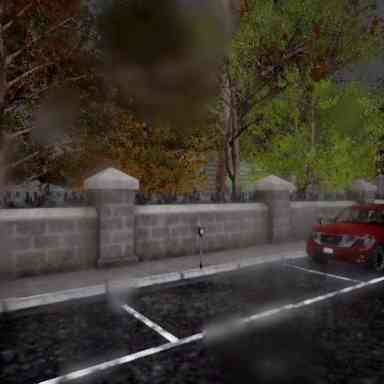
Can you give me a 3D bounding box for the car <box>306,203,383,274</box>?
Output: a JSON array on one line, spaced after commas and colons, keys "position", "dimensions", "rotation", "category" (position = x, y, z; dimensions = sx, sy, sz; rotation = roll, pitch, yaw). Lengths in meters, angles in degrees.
[{"position": [5.848, 1.313, 10.727], "dimensions": [5.009, 1.841, 2.192], "rotation": [0, 0, -35], "category": "car"}]
